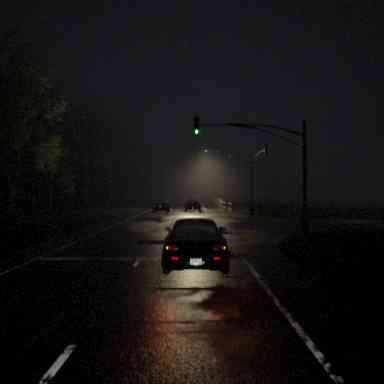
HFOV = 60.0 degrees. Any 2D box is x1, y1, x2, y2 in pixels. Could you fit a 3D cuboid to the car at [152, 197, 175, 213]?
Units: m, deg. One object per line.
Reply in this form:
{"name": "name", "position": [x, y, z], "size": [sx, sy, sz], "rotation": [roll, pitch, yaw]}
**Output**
{"name": "car", "position": [-3.413, 1.581, 38.160], "size": [2.033, 1.411, 5.357], "rotation": [0, 0, 0]}

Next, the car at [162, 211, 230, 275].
{"name": "car", "position": [0.097, 1.536, 10.396], "size": [1.812, 1.442, 4.674], "rotation": [0, 0, 0]}

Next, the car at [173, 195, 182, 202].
{"name": "car", "position": [-3.527, 1.412, 78.926], "size": [2.097, 1.767, 4.553], "rotation": [0, 0, 0]}

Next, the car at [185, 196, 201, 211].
{"name": "car", "position": [0.086, 1.560, 39.873], "size": [1.812, 1.442, 4.674], "rotation": [0, 0, 0]}
